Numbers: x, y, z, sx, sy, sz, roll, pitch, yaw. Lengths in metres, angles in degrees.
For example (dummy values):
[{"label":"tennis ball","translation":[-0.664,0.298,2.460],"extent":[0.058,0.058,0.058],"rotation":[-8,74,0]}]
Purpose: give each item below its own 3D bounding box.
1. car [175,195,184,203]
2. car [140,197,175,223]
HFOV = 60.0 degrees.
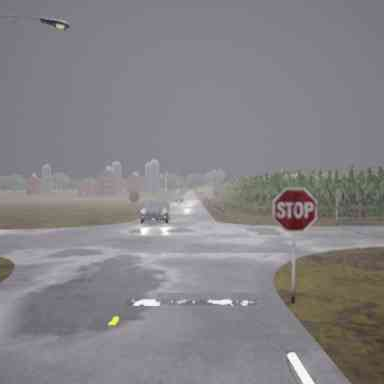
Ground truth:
[{"label":"car","translation":[-2.709,1.460,71.763],"extent":[2.097,1.767,4.553],"rotation":[0,0,0]},{"label":"car","translation":[-2.735,1.366,25.800],"extent":[2.097,1.767,4.553],"rotation":[0,-1,0]}]
